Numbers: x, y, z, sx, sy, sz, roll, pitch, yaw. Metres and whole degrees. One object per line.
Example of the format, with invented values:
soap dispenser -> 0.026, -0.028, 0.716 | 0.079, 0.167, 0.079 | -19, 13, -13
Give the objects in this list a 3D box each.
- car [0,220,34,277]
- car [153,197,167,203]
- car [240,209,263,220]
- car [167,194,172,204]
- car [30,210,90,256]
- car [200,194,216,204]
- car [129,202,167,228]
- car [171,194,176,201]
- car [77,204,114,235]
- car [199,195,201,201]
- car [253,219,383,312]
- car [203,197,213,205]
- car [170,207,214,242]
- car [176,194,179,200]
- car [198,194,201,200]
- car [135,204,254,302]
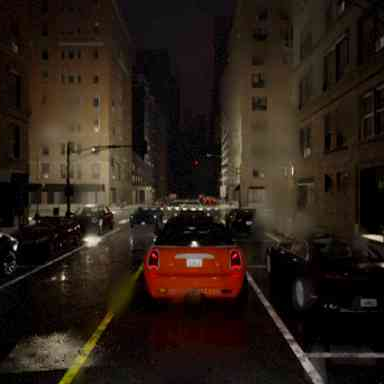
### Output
car -> -5.670, 1.569, 7.551 | 1.947, 1.339, 4.313 | 0, 0, 0
car -> -5.642, 1.642, 55.657 | 1.802, 1.307, 4.206 | 0, 0, 0
car -> 2.854, 1.575, 18.555 | 1.947, 1.339, 4.313 | 0, 0, 0
car -> -5.624, 1.636, 66.474 | 2.008, 1.369, 4.403 | 0, 0, 0
car -> -5.671, 1.588, 13.053 | 1.802, 1.307, 4.206 | 0, 0, 0
car -> 2.882, 1.500, 55.645 | 1.967, 1.590, 4.097 | 0, 0, 0
car -> -3.002, 1.613, 22.688 | 1.895, 1.301, 4.718 | 0, 0, 0
car -> -5.598, 1.662, 82.529 | 1.752, 1.417, 4.829 | 0, 0, 0
car -> -5.672, 1.449, 18.554 | 1.967, 1.590, 4.097 | 0, 0, 0
car -> 2.901, 1.636, 66.463 | 2.008, 1.369, 4.403 | 0, 0, 0
car -> 2.855, 1.554, 7.552 | 2.008, 1.369, 4.403 | 0, 0, 0
car -> 2.892, 1.597, 61.224 | 1.752, 1.417, 4.829 | 0, 0, 0
car -> 0.002, 1.572, 17.070 | 1.994, 1.385, 4.181 | 0, 0, 0
car -> -5.580, 1.498, 93.517 | 2.192, 1.841, 5.009 | 0, 0, 0
car -> 2.918, 1.558, 77.281 | 1.967, 1.590, 4.097 | 0, 0, 0
car -> 0.062, 1.356, 8.417 | 2.097, 1.767, 4.553 | 0, 0, 0
